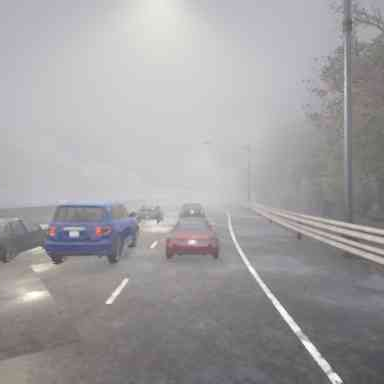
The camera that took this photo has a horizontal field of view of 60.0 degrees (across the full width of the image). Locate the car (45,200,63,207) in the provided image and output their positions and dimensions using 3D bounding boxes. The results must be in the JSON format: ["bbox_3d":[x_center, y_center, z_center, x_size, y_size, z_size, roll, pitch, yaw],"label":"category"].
[{"bbox_3d":[-27.960,2.321,67.414,1.994,1.385,4.181,0,-1,0],"label":"car"}]

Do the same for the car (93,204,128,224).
[{"bbox_3d":[-6.955,1.838,28.900,1.812,1.442,4.674,0,0,1],"label":"car"}]

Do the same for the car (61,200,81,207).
[{"bbox_3d":[-24.460,2.308,67.412,2.033,1.411,5.357,0,-1,0],"label":"car"}]

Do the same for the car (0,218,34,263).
[{"bbox_3d":[-6.981,1.681,12.539,2.033,1.411,5.357,0,-1,0],"label":"car"}]

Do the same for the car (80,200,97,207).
[{"bbox_3d":[-20.960,2.363,67.380,1.895,1.301,4.718,0,-1,0],"label":"car"}]

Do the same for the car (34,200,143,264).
[{"bbox_3d":[-3.482,1.358,12.572,2.150,2.045,5.566,0,0,0],"label":"car"}]

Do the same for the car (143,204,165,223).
[{"bbox_3d":[-3.460,1.801,28.504,2.128,1.511,4.902,0,0,1],"label":"car"}]

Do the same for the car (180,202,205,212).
[{"bbox_3d":[0.041,1.658,28.421,2.097,1.767,4.553,0,-1,1],"label":"car"}]

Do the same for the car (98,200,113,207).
[{"bbox_3d":[-17.460,2.362,67.378,1.895,1.301,4.718,0,-1,0],"label":"car"}]

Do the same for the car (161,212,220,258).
[{"bbox_3d":[0.032,1.707,13.414,1.994,1.385,4.181,0,-1,1],"label":"car"}]
